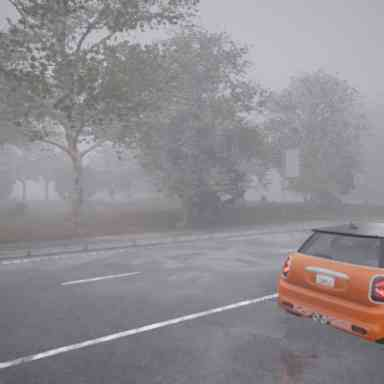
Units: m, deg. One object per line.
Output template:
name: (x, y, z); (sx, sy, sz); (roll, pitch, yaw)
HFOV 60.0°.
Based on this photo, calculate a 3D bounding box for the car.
car: (3.764, 1.344, 6.167); (4.553, 1.767, 2.097); (0, 0, -34)
